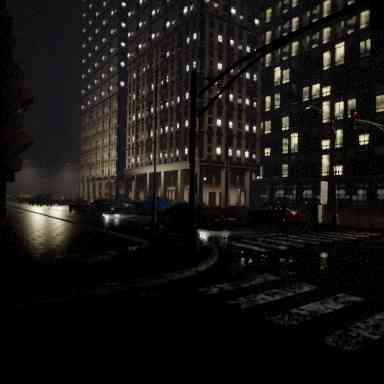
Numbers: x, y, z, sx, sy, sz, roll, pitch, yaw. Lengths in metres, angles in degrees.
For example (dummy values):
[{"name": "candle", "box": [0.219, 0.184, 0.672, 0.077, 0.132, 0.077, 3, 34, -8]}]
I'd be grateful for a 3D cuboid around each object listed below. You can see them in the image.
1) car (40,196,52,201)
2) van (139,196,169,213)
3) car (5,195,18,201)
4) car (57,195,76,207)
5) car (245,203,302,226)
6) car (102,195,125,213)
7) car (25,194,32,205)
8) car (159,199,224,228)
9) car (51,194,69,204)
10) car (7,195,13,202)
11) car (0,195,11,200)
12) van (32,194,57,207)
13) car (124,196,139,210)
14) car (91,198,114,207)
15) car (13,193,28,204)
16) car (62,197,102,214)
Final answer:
[{"name": "car", "box": [-36.803, 1.571, 83.783, 1.802, 1.307, 4.206, 1, -1, -35]}, {"name": "van", "box": [-4.080, 1.382, 37.741, 1.690, 1.788, 3.998, 1, -1, -35]}, {"name": "car", "box": [-40.360, 1.378, 74.326, 2.008, 1.369, 4.403, 1, -1, -35]}, {"name": "car", "box": [-19.011, 1.509, 48.906, 1.895, 1.301, 4.718, 1, -1, -35]}, {"name": "car", "box": [5.734, 1.505, 23.926, 1.967, 1.590, 4.097, 1, -1, -35]}, {"name": "car", "box": [-9.300, 1.418, 35.096, 2.128, 1.511, 4.902, 1, -1, -35]}, {"name": "car", "box": [-24.002, 1.432, 51.303, 1.802, 1.307, 4.206, 1, -1, -35]}, {"name": "car", "box": [0.052, 1.426, 21.930, 1.882, 1.535, 5.008, 1, -1, -36]}, {"name": "car", "box": [-24.912, 1.307, 62.584, 2.097, 1.767, 4.553, 1, -1, -35]}, {"name": "car", "box": [-37.089, 1.397, 69.722, 1.947, 1.339, 4.313, 1, -1, -35]}, {"name": "car", "box": [-46.808, 1.366, 83.399, 1.752, 1.417, 4.829, 1, -1, -35]}, {"name": "van", "box": [-20.726, 1.197, 46.701, 1.690, 1.788, 3.998, 1, -1, -35]}, {"name": "car", "box": [-7.356, 1.585, 42.343, 2.008, 1.369, 4.403, 1, -1, -35]}, {"name": "car", "box": [-13.900, 1.587, 51.552, 1.947, 1.339, 4.313, 1, -1, -35]}, {"name": "car", "box": [-30.541, 1.155, 60.515, 2.192, 1.841, 5.009, 1, -1, -35]}, {"name": "car", "box": [-10.914, 1.427, 32.886, 2.008, 1.369, 4.403, 1, -1, -35]}]
